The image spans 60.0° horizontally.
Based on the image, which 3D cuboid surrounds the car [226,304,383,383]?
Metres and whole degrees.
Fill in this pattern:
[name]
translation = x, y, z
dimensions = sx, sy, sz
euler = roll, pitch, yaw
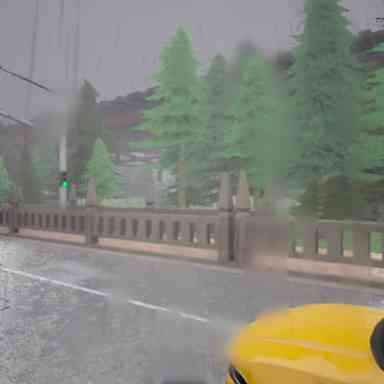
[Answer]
[car]
translation = 2.588, 1.470, 2.143
dimensions = 5.008, 1.535, 1.882
euler = -1, 0, 36
